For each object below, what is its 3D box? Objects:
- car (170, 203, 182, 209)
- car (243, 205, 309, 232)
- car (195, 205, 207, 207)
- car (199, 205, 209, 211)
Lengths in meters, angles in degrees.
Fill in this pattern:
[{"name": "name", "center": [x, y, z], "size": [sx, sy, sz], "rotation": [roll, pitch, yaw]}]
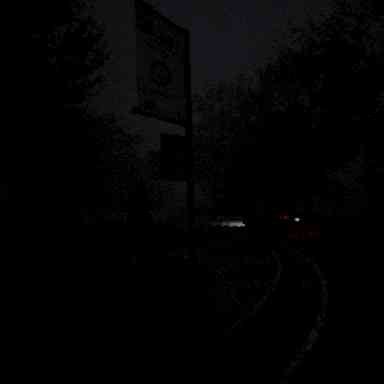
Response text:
[{"name": "car", "center": [-3.422, 3.187, 71.983], "size": [2.128, 1.511, 4.902], "rotation": [-2, -5, 9]}, {"name": "car", "center": [4.764, 1.452, 19.461], "size": [1.994, 1.385, 4.181], "rotation": [-2, 0, -25]}, {"name": "car", "center": [1.726, 3.883, 81.576], "size": [1.994, 1.385, 4.181], "rotation": [-2, -5, 9]}, {"name": "car", "center": [3.401, 4.473, 91.489], "size": [2.128, 1.511, 4.902], "rotation": [-2, -5, 11]}]
